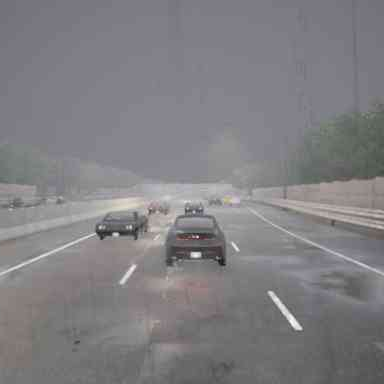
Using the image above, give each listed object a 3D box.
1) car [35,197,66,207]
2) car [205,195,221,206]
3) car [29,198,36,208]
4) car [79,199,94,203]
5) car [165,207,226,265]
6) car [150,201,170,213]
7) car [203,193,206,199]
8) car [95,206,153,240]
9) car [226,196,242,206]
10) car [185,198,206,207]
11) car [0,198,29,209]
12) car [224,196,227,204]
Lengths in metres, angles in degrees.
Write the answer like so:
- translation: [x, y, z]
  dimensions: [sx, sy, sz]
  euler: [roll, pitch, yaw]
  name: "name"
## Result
- translation: [-17.407, 1.534, 41.861]
  dimensions: [1.812, 1.442, 4.674]
  euler: [0, 0, 1]
  name: "car"
- translation: [3.822, 1.384, 56.678]
  dimensions: [2.097, 1.767, 4.553]
  euler: [0, 0, 1]
  name: "car"
- translation: [-20.863, 1.515, 44.935]
  dimensions: [1.837, 1.490, 4.892]
  euler: [0, 0, 1]
  name: "car"
- translation: [-13.894, 1.612, 43.761]
  dimensions: [1.895, 1.301, 4.718]
  euler: [0, 0, 1]
  name: "car"
- translation: [0.115, 1.506, 11.699]
  dimensions: [1.837, 1.490, 4.892]
  euler: [0, 0, 0]
  name: "car"
- translation: [-3.284, 1.605, 34.073]
  dimensions: [1.895, 1.301, 4.718]
  euler: [0, 0, 0]
  name: "car"
- translation: [4.377, 1.690, 93.365]
  dimensions: [1.994, 1.385, 4.181]
  euler: [0, 0, 1]
  name: "car"
- translation: [-3.371, 1.602, 16.958]
  dimensions: [1.895, 1.301, 4.718]
  euler: [0, 0, 0]
  name: "car"
- translation: [7.186, 1.560, 55.414]
  dimensions: [1.812, 1.442, 4.674]
  euler: [0, 0, 2]
  name: "car"
- translation: [0.216, 1.606, 34.116]
  dimensions: [1.895, 1.301, 4.718]
  euler: [0, 0, 0]
  name: "car"
- translation: [-23.685, 1.514, 43.467]
  dimensions: [1.837, 1.490, 4.892]
  euler: [0, 0, -3]
  name: "car"
- translation: [7.445, 1.542, 66.635]
  dimensions: [1.882, 1.535, 5.008]
  euler: [0, 0, 1]
  name: "car"
